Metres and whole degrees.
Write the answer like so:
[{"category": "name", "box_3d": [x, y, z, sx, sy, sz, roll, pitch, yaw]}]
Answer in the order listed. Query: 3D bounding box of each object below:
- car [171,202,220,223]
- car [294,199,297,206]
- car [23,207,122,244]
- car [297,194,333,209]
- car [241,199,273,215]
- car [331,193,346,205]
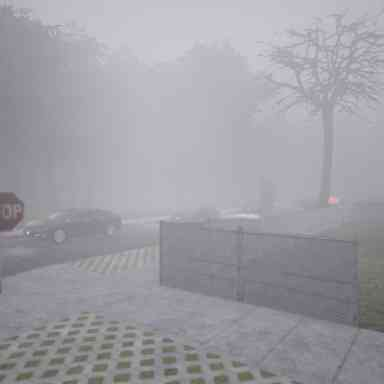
[{"category": "car", "box_3d": [0.394, 1.518, 24.697, 1.812, 1.442, 4.674, 2, 1, 36]}, {"category": "car", "box_3d": [15.641, 1.145, 45.675, 1.882, 1.535, 5.008, 2, 2, 36]}, {"category": "car", "box_3d": [-5.659, 1.524, 16.306, 1.837, 1.490, 4.892, 2, 1, 36]}, {"category": "car", "box_3d": [14.746, 1.278, 39.659, 2.128, 1.511, 4.902, 2, 2, 36]}, {"category": "car", "box_3d": [6.552, 1.434, 33.230, 1.994, 1.385, 4.181, 2, 2, 36]}, {"category": "car", "box_3d": [20.781, 0.973, 48.095, 2.097, 1.767, 4.553, 2, 2, 36]}]
